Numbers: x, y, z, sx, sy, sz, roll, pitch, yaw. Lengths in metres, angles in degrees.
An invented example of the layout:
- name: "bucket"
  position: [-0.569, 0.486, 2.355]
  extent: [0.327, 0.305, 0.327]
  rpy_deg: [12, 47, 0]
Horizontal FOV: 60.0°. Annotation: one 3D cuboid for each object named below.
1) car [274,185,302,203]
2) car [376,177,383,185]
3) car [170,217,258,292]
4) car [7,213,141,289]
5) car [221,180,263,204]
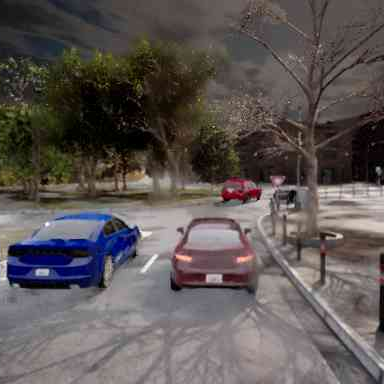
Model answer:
- name: "car"
  position: [9.475, 0.114, 31.273]
  extent: [2.128, 1.511, 4.902]
  rpy_deg: [3, 5, 40]
- name: "car"
  position: [35.126, -2.065, 59.453]
  extent: [2.185, 1.767, 4.553]
  rpy_deg: [-2, 4, -15]
- name: "car"
  position: [0.547, 1.361, 8.400]
  extent: [1.812, 1.442, 4.674]
  rpy_deg: [0, 2, 4]
- name: "car"
  position: [-2.678, 1.295, 8.747]
  extent: [1.882, 1.535, 5.008]
  rpy_deg: [0, 2, 3]
- name: "car"
  position: [4.676, -0.111, 30.616]
  extent: [2.150, 2.045, 5.566]
  rpy_deg: [3, 5, 31]
